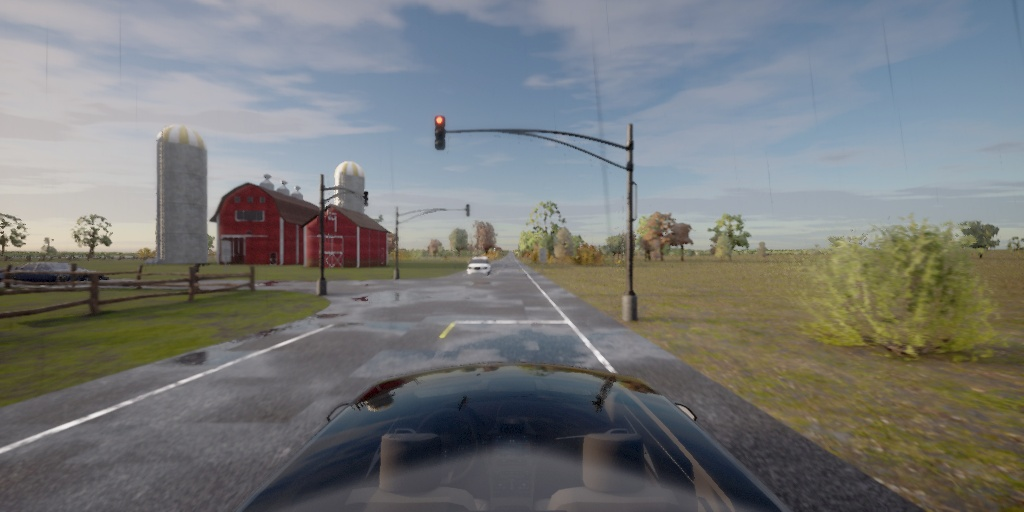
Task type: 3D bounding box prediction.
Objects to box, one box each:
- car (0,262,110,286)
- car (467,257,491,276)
[{"bbox_3d":[-29.077,1.100,22.730,5.357,1.411,2.033,1,0,0],"label":"car"},{"bbox_3d":[-3.500,1.149,39.017,2.150,2.045,5.566,0,2,0],"label":"car"}]
